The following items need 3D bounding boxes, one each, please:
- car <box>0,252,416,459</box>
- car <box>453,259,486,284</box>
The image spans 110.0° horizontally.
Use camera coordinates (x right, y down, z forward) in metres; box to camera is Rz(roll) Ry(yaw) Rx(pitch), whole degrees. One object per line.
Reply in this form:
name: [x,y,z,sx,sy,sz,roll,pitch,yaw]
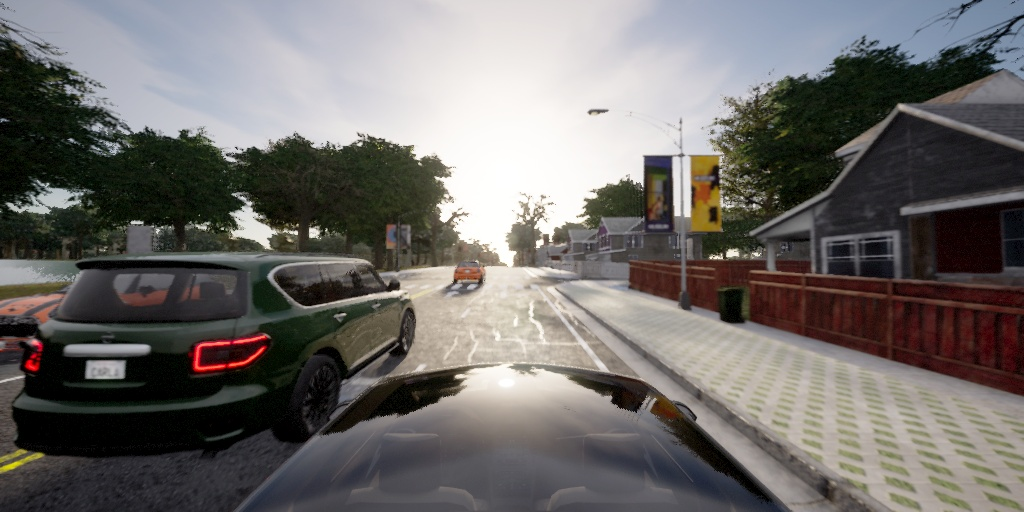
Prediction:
car: [-3.148,0.975,5.459,2.150,2.045,5.566,0,0,0]
car: [-3.146,1.119,27.391,2.097,1.767,4.553,0,-1,0]
